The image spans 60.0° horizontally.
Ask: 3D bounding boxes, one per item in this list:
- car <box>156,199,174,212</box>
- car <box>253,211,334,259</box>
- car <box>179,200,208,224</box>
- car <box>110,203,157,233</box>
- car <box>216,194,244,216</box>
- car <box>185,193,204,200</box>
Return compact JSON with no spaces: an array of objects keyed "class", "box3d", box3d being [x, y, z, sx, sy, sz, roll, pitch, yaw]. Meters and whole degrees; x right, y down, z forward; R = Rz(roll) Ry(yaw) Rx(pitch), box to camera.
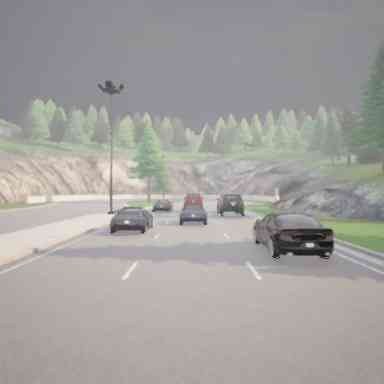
[{"class":"car","box3d":[-3.274,1.501,38.249,1.994,1.385,4.181,0,0,2]},{"class":"car","box3d":[3.597,1.457,12.603,1.882,1.535,5.008,0,0,0]},{"class":"car","box3d":[0.092,1.525,24.225,1.994,1.385,4.181,0,0,0]},{"class":"car","box3d":[-3.403,1.532,19.366,1.994,1.385,4.181,0,0,0]},{"class":"car","box3d":[3.598,1.170,31.620,2.150,2.045,5.566,0,0,0]},{"class":"car","box3d":[0.269,1.155,39.898,2.150,2.045,5.566,0,0,2]}]
